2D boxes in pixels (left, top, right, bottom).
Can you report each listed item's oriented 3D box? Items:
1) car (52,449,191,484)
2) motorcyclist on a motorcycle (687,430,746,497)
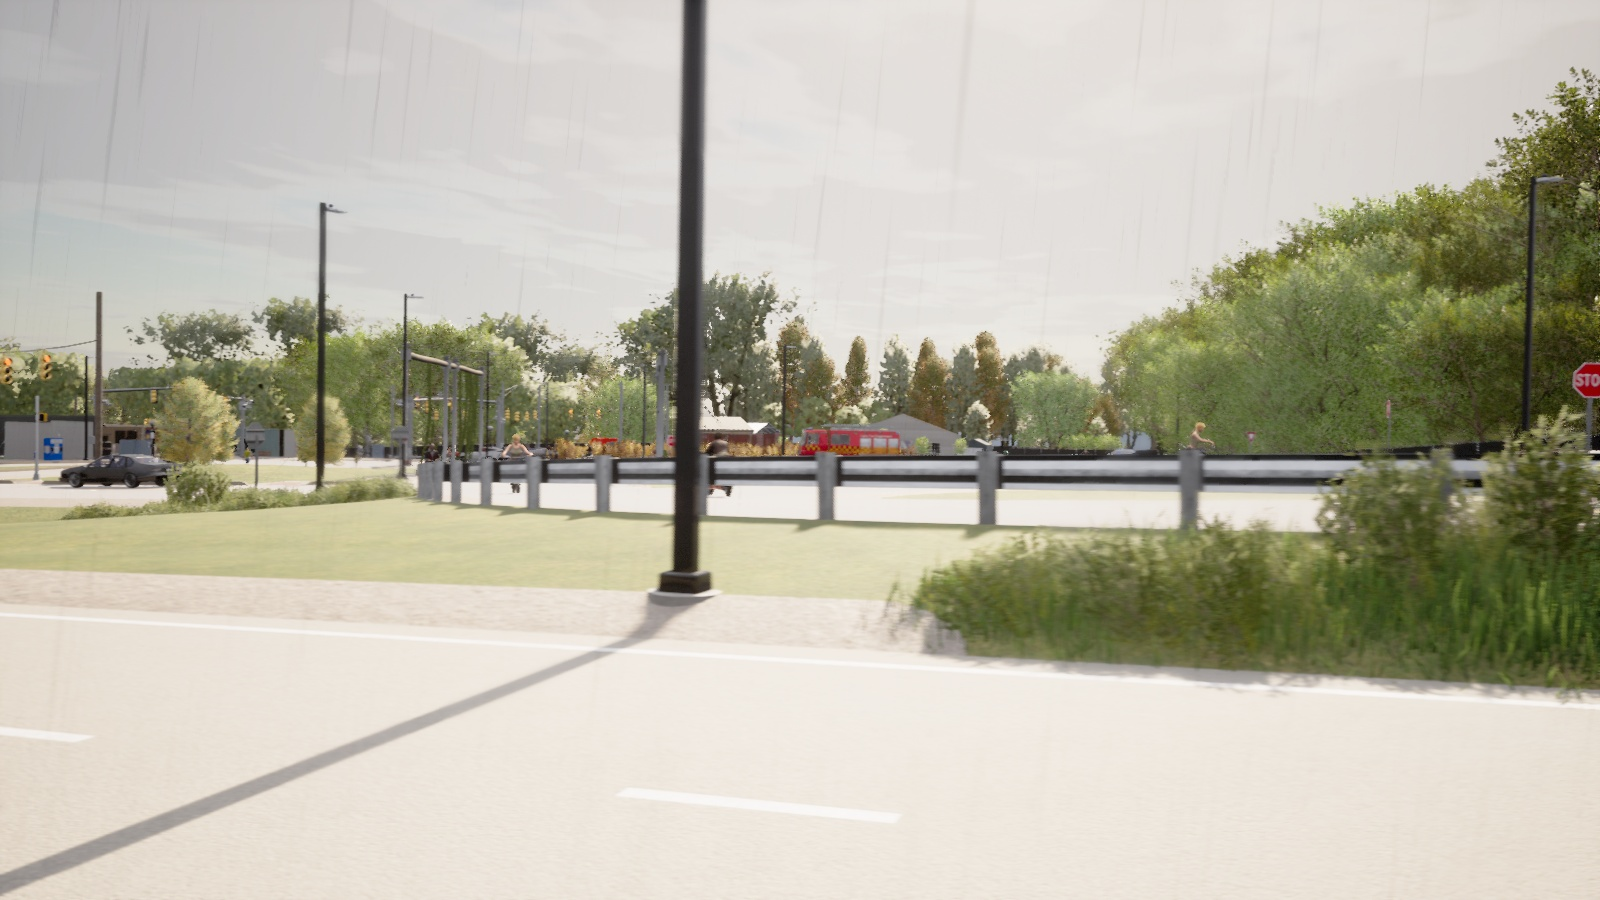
[{"bbox_3d":[-28.843,0.664,53.379,5.357,1.411,2.033,0,1,18],"label":"car"},{"bbox_3d":[-1.995,0.326,29.624,0.797,1.523,2.044,1,-2,-21],"label":"motorcyclist on a motorcycle"}]
